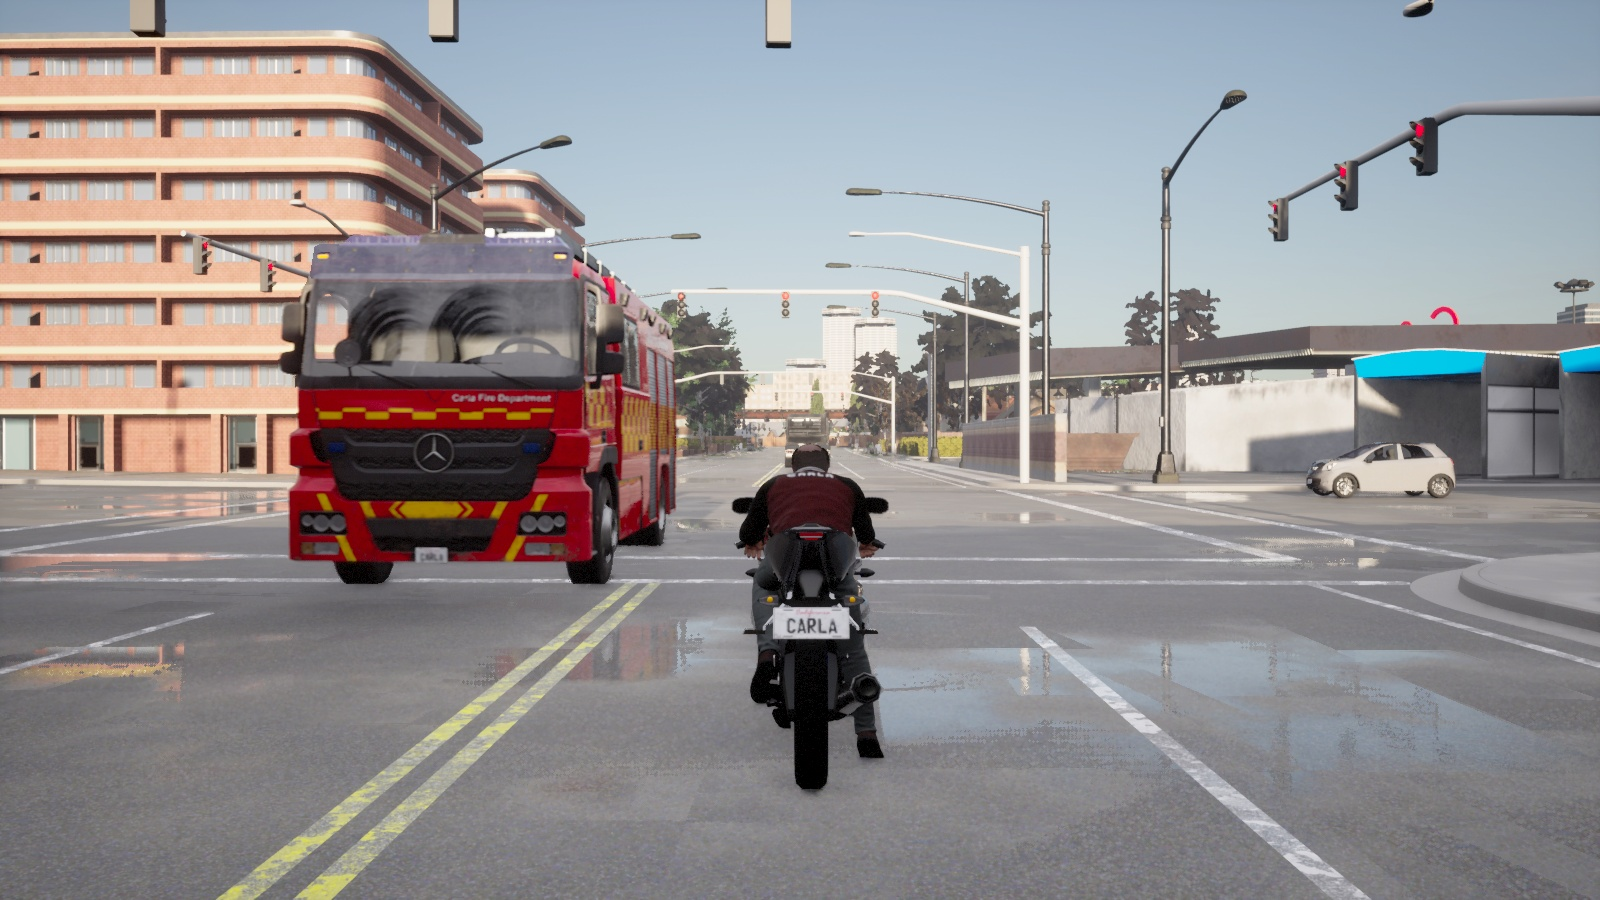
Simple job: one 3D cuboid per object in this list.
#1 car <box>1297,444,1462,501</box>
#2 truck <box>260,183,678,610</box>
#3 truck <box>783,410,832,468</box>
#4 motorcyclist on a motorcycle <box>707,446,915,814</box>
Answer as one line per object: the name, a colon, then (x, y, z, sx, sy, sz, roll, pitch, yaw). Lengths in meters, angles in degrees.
car: (15.650, 0.581, 34.043, 3.633, 1.501, 1.845, 0, 0, 1)
truck: (-3.394, -0.515, 15.537, 2.891, 3.827, 8.468, 0, 0, 0)
truck: (0.466, -0.678, 78.471, 2.891, 3.462, 7.936, 0, 0, 0)
motorcyclist on a motorcycle: (0.052, 0.746, 6.329, 0.866, 1.530, 2.191, 0, 0, 0)
